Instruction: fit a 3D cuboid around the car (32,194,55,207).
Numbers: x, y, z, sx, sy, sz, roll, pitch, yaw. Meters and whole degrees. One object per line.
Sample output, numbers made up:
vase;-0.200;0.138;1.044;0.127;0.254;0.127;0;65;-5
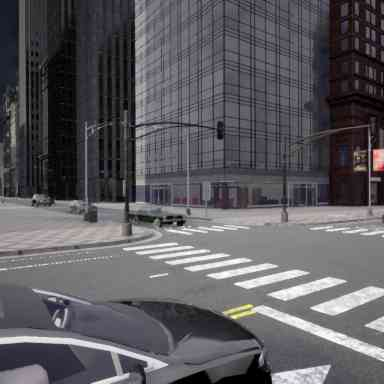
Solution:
car;-23.994;1.355;53.018;2.150;2.045;5.566;0;0;-35

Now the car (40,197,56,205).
car;-27.607;1.649;63.486;1.837;1.490;4.892;0;0;-35

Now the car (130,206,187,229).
car;-2.339;1.640;22.374;1.895;1.301;4.718;0;0;-36

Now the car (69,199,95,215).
car;-11.721;1.579;35.562;1.837;1.490;4.892;0;0;-35

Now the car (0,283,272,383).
car;-1.475;1.491;2.386;4.902;1.511;2.128;0;0;-36

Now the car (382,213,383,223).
car;14.773;1.357;22.374;4.553;1.767;2.097;0;0;-36
